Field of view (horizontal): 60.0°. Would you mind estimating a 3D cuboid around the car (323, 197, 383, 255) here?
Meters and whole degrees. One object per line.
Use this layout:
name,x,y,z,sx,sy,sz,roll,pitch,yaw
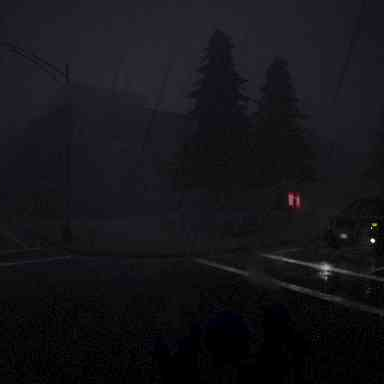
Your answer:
car,7.729,1.248,13.728,5.566,2.045,2.150,0,0,-37
